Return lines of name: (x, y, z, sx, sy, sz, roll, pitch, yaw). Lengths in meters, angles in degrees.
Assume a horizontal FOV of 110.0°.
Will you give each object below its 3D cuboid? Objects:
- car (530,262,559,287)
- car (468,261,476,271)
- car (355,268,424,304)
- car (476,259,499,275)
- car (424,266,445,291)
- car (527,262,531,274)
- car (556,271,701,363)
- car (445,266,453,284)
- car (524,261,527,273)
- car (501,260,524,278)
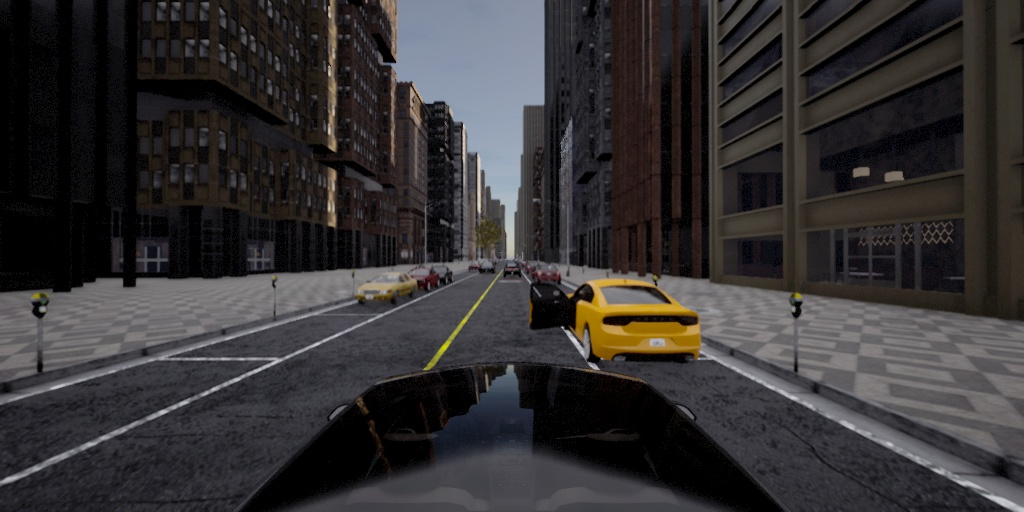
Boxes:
car: (2.744, 1.354, 28.468, 1.967, 1.591, 4.097, 0, 0, 0)
car: (-5.802, 1.540, 56.843, 1.967, 1.591, 4.097, 0, 0, 0)
car: (-5.772, 1.368, 16.933, 1.751, 1.417, 4.829, 0, 0, 0)
car: (-3.049, 1.502, 45.319, 1.882, 1.535, 5.008, 0, -1, 0)
car: (-5.777, 1.424, 22.780, 1.888, 1.381, 4.507, 0, 0, 0)
car: (2.740, 1.517, 34.146, 1.948, 1.339, 4.313, 0, 0, 0)
car: (2.357, 1.266, 8.293, 1.882, 1.535, 5.008, 0, 0, 0)
car: (-5.781, 1.481, 28.458, 1.948, 1.339, 4.313, 0, 0, 0)
car: (2.732, 1.465, 45.500, 1.967, 1.591, 4.097, 0, 0, 0)
car: (0.050, 1.483, 38.300, 1.837, 1.490, 4.892, 0, 0, 0)
